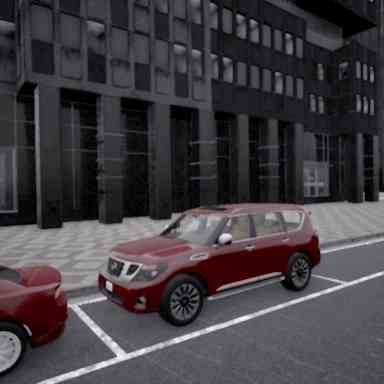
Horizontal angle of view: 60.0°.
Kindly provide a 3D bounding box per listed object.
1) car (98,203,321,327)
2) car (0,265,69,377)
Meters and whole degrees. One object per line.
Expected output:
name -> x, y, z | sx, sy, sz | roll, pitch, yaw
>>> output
car -> 0.655, 1.220, 7.068 | 5.009, 1.841, 2.192 | -1, 1, -35
car -> -3.856, 1.564, 3.910 | 4.507, 1.381, 1.887 | -1, 1, -35
